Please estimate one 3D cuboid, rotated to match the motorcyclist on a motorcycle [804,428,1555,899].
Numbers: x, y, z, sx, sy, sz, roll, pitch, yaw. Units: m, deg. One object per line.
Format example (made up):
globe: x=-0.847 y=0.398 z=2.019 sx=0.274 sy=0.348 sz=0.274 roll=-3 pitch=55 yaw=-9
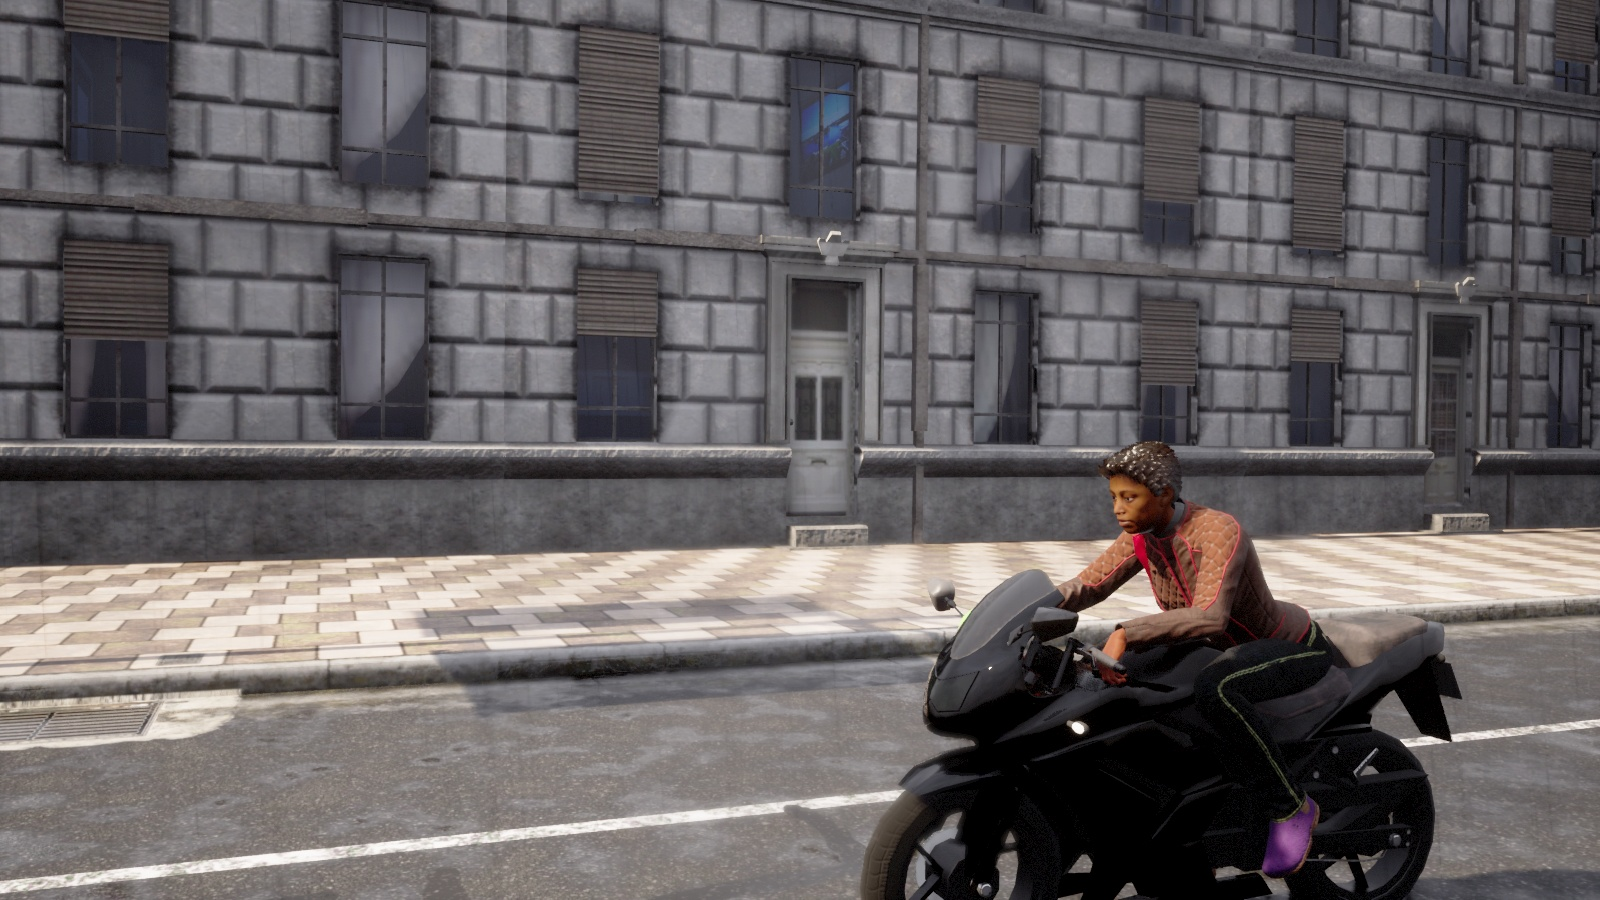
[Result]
motorcyclist on a motorcycle: x=1.116 y=0.708 z=3.691 sx=2.044 sy=1.523 sz=0.797 roll=-1 pitch=1 yaw=-21
